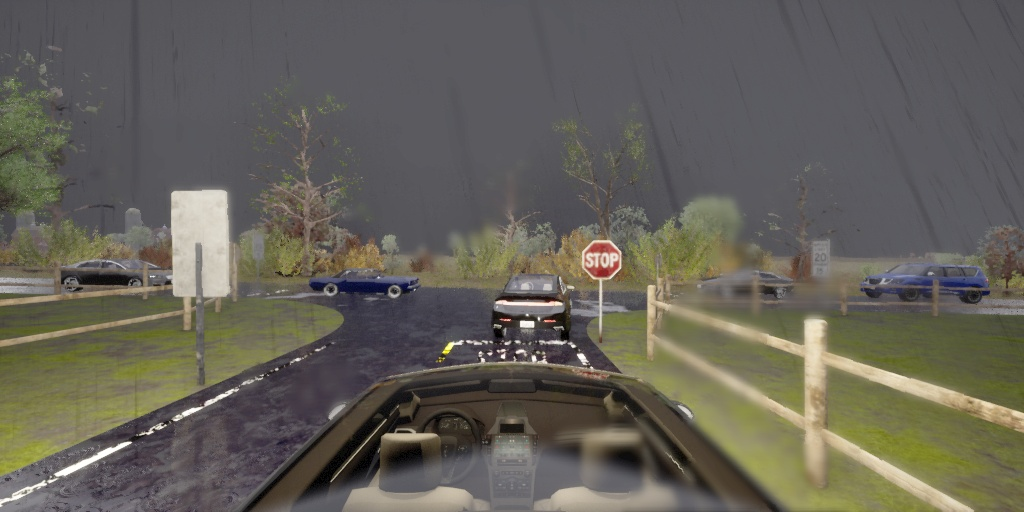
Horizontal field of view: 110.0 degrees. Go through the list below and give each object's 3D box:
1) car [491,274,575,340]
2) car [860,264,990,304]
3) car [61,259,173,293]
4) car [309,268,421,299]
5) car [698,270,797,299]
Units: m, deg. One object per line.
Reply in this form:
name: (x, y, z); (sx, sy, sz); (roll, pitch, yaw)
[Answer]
car: (0.706, 1.240, 10.029); (2.128, 1.511, 4.902); (0, 0, 9)
car: (22.899, 1.466, 19.977); (5.566, 2.045, 2.150); (1, 1, 0)
car: (-18.490, 0.885, 17.075); (4.902, 1.511, 2.128); (1, 1, 0)
car: (-6.823, 1.248, 17.059); (4.718, 1.301, 1.895); (1, 1, 0)
car: (13.003, 1.525, 19.988); (4.902, 1.511, 2.128); (1, 1, 0)
